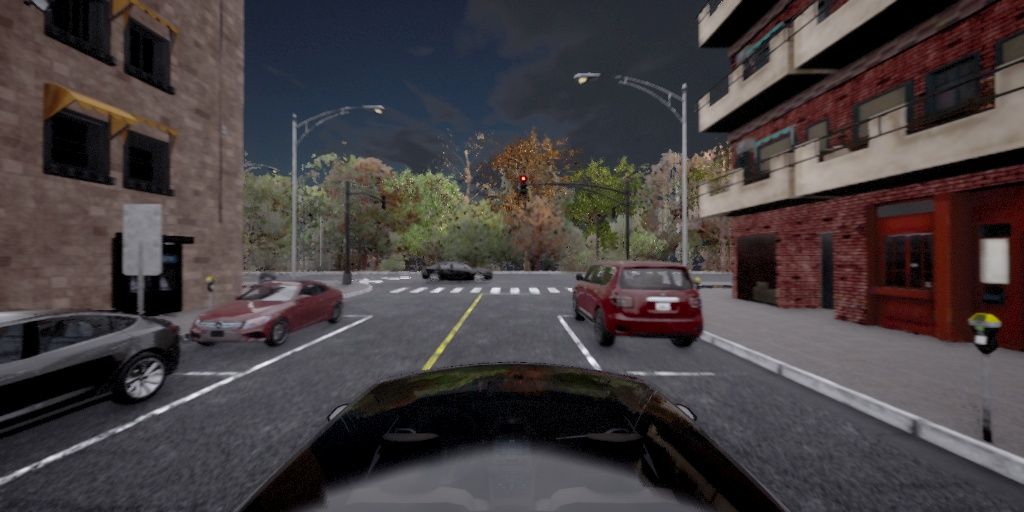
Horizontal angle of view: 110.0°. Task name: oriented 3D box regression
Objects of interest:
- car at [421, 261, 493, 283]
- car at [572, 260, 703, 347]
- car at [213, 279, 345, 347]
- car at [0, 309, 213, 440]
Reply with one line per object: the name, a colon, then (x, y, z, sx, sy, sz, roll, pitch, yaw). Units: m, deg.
car: (-3.858, 1.130, 25.433, 5.008, 1.535, 1.882, 0, 0, 1)
car: (2.829, 1.019, 9.140, 2.192, 1.841, 5.009, 0, 0, 0)
car: (-5.819, 1.286, 9.175, 1.802, 1.307, 4.207, 0, 0, 0)
car: (-5.820, 1.304, 3.607, 1.948, 1.339, 4.313, 0, 0, 0)
